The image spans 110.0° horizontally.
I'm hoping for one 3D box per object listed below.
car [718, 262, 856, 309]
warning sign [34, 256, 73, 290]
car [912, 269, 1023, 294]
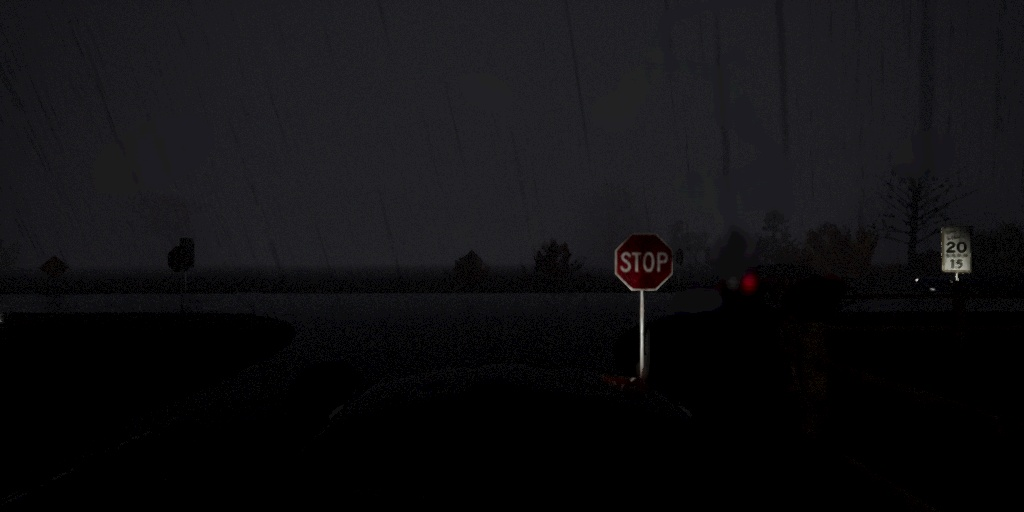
[{"bbox_3d":[10.904,1.065,14.345,4.553,1.767,2.097,0,0,-3],"label":"car"},{"bbox_3d":[-25.424,0.920,19.895,1.060,1.860,1.300,0,0,0],"label":"warning sign"},{"bbox_3d":[22.460,1.284,17.261,4.718,1.301,1.895,0,0,0],"label":"car"}]
